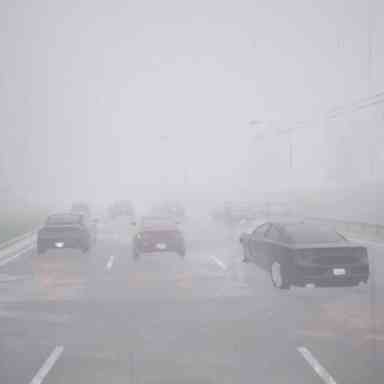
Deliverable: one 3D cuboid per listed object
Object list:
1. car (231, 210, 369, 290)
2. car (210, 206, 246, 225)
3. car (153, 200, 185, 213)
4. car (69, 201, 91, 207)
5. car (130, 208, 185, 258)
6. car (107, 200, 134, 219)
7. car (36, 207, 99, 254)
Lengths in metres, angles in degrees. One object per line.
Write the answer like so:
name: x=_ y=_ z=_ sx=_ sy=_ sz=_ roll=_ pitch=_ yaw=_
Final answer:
car: x=2.724 y=1.507 z=9.323 sx=1.882 sy=1.535 sz=5.008 roll=0 pitch=0 yaw=-7
car: x=2.887 y=1.704 z=24.984 sx=1.895 sy=1.301 sz=4.718 roll=0 pitch=0 yaw=-16
car: x=-2.146 y=1.503 z=28.961 sx=2.097 sy=1.767 sz=4.553 roll=0 pitch=0 yaw=-19
car: x=-11.557 y=1.740 z=34.386 sx=1.837 sy=1.490 sz=4.892 roll=0 pitch=0 yaw=-20
car: x=-1.399 y=1.597 z=13.089 sx=1.812 sy=1.442 sz=4.674 roll=0 pitch=0 yaw=-10
car: x=-6.752 y=1.542 z=31.434 sx=2.097 sy=1.767 sz=4.553 roll=0 pitch=0 yaw=-20
car: x=-5.153 y=1.604 z=14.086 sx=1.837 sy=1.490 sz=4.892 roll=0 pitch=0 yaw=-12
